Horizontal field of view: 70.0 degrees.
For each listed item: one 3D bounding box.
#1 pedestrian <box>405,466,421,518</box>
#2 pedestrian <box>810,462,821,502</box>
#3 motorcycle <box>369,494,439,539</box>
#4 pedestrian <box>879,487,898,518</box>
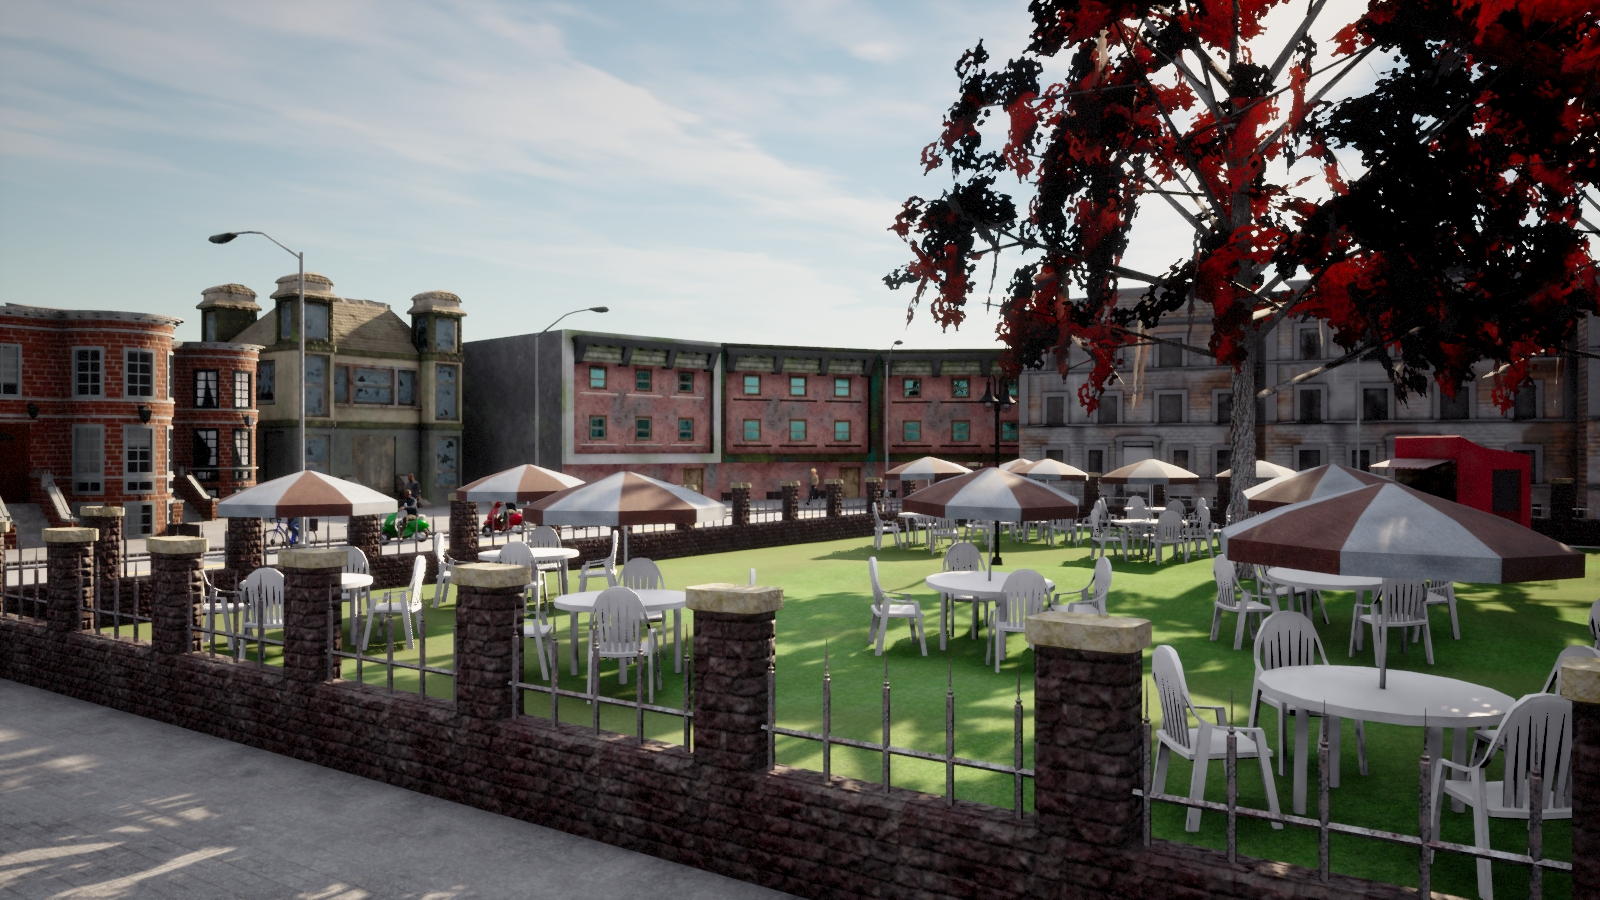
[{"bbox_3d":[-14.043,1.511,41.440,0.375,1.860,0.375,0,0,30],"label":"pedestrian"},{"bbox_3d":[0.743,1.513,53.831,0.375,1.860,0.375,0,0,-37],"label":"pedestrian"},{"bbox_3d":[-11.759,1.950,33.969,0.856,1.236,1.805,0,0,35],"label":"motorcycle"},{"bbox_3d":[3.193,1.894,41.226,0.500,1.100,0.500,0,0,-35],"label":"pedestrian"}]
